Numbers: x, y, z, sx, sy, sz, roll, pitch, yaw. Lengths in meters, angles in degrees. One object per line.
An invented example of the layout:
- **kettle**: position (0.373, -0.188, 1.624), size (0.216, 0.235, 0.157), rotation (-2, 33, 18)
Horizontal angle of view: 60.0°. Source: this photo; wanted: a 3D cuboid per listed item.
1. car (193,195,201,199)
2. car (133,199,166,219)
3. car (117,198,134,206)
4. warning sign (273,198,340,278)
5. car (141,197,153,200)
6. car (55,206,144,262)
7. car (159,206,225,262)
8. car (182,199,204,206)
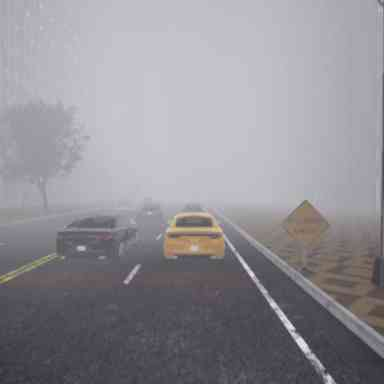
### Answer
- **car**: position (1.142, 1.485, 74.498), size (1.812, 1.442, 4.674), rotation (0, 0, 0)
- **car**: position (-3.172, 1.549, 26.863), size (1.994, 1.385, 4.181), rotation (0, 0, 0)
- **car**: position (-9.819, 1.536, 49.584), size (1.994, 1.385, 4.181), rotation (0, 0, 0)
- **warning sign**: position (2.865, 1.110, 8.472), size (1.300, 1.860, 1.060), rotation (1, 1, 0)
- **car**: position (-6.573, 1.476, 48.754), size (1.837, 1.490, 4.892), rotation (0, 1, 0)
- **car**: position (-3.173, 1.471, 12.034), size (1.882, 1.535, 5.008), rotation (0, 0, 0)
- **car**: position (0.080, 1.470, 12.091), size (1.882, 1.535, 5.008), rotation (0, 0, 0)
- **car**: position (0.078, 1.549, 26.979), size (1.994, 1.385, 4.181), rotation (0, 0, 0)
